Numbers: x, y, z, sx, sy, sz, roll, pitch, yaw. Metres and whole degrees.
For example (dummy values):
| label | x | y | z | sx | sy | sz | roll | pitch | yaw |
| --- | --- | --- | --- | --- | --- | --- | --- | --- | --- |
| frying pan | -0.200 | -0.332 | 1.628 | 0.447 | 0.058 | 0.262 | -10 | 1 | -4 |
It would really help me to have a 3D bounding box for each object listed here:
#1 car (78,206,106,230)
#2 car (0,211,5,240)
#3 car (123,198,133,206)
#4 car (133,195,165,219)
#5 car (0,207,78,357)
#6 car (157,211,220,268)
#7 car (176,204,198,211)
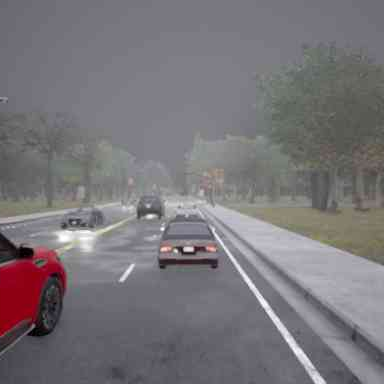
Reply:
| label | x | y | z | sx | sy | sz | roll | pitch | yaw |
| --- | --- | --- | --- | --- | --- | --- | --- | --- | --- |
| car | -7.005 | 1.634 | 21.735 | 1.994 | 1.385 | 4.181 | 0 | 0 | -1 |
| car | -10.127 | 1.597 | 14.199 | 1.994 | 1.385 | 4.181 | 0 | 0 | -1 |
| car | -10.782 | 1.723 | 58.413 | 2.128 | 1.511 | 4.902 | 0 | 0 | -1 |
| car | -3.704 | 1.333 | 30.558 | 2.150 | 2.045 | 5.566 | 0 | 0 | -1 |
| car | -3.246 | 1.229 | 3.518 | 2.150 | 2.045 | 5.566 | 0 | 0 | -1 |
| car | -0.132 | 1.592 | 11.400 | 2.033 | 1.411 | 5.357 | 0 | 0 | -1 |
| car | -0.442 | 1.717 | 29.892 | 1.895 | 1.301 | 4.718 | 0 | 0 | -1 |
